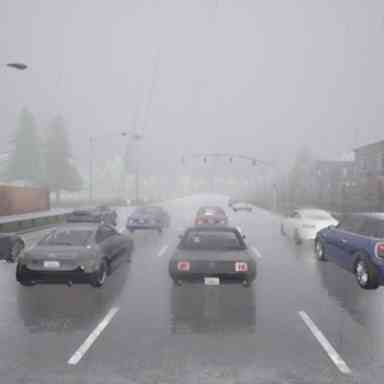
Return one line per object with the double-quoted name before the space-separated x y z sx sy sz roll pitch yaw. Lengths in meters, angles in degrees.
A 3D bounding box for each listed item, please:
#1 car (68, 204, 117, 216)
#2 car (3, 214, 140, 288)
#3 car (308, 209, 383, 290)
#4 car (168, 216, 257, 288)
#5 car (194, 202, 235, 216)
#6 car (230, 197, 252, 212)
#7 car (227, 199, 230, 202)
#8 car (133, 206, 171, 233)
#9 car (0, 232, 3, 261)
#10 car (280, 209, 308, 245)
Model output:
"car" -5.852 1.463 20.097 1.837 1.490 4.892 0 0 3
"car" -2.952 1.544 9.270 1.994 1.385 4.181 0 0 3
"car" 5.006 1.331 9.172 2.097 1.767 4.553 0 0 3
"car" 0.551 1.581 9.193 1.895 1.301 4.718 0 0 3
"car" 1.084 1.508 18.771 2.033 1.411 5.357 0 0 3
"car" 5.562 1.522 37.174 1.895 1.301 4.718 0 0 4
"car" 6.068 1.448 47.059 2.033 1.411 5.357 0 0 3
"car" -2.394 1.507 19.261 2.033 1.411 5.357 0 0 3
"car" -6.474 1.507 8.968 1.812 1.442 4.674 0 0 3
"car" 5.343 1.493 15.193 1.812 1.442 4.674 0 0 3
